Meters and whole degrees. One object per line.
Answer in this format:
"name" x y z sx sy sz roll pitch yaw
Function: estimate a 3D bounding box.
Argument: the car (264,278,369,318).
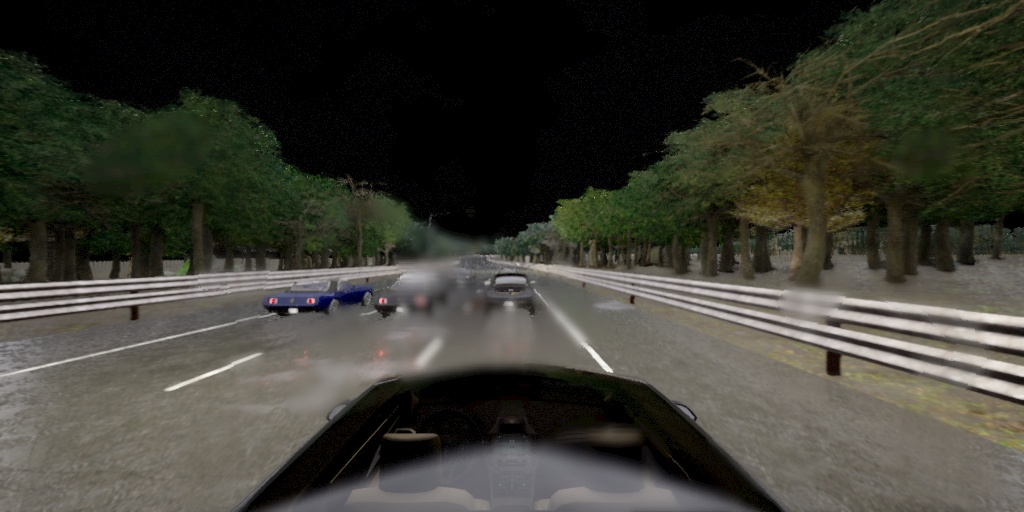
"car" -7.041 1.507 13.775 1.895 1.301 4.718 0 -1 0

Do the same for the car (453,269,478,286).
"car" -3.801 1.696 28.862 1.895 1.301 4.718 0 -1 -1

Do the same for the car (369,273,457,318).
"car" -3.541 1.505 13.803 1.895 1.301 4.718 0 -1 0

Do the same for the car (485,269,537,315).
"car" -0.041 1.417 14.458 1.837 1.490 4.892 0 0 0

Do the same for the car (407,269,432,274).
"car" -7.300 1.697 28.803 1.895 1.301 4.718 0 -1 -1
